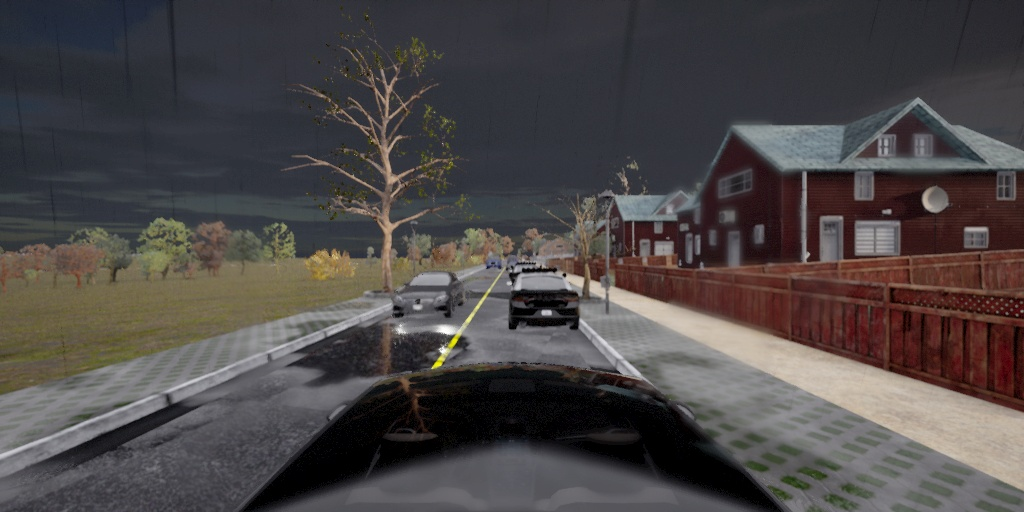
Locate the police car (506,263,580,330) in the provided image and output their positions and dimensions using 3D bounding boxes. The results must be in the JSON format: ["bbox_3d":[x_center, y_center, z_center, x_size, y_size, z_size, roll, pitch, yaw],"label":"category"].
[{"bbox_3d":[0.849,1.176,11.289,1.930,1.638,5.238,0,0,0],"label":"police car"}]

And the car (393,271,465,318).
[{"bbox_3d":[-2.821,1.276,13.083,1.812,1.442,4.674,0,0,0],"label":"car"}]

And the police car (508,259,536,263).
[{"bbox_3d":[0.875,1.179,21.289,1.930,1.638,5.238,0,0,0],"label":"police car"}]

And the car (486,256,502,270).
[{"bbox_3d":[-2.705,0.993,53.945,2.150,2.045,5.566,0,0,0],"label":"car"}]

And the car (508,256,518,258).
[{"bbox_3d":[0.164,1.008,64.328,2.150,2.045,5.566,0,0,0],"label":"car"}]

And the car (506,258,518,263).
[{"bbox_3d":[0.159,1.334,49.188,1.994,1.385,4.181,0,0,0],"label":"car"}]
